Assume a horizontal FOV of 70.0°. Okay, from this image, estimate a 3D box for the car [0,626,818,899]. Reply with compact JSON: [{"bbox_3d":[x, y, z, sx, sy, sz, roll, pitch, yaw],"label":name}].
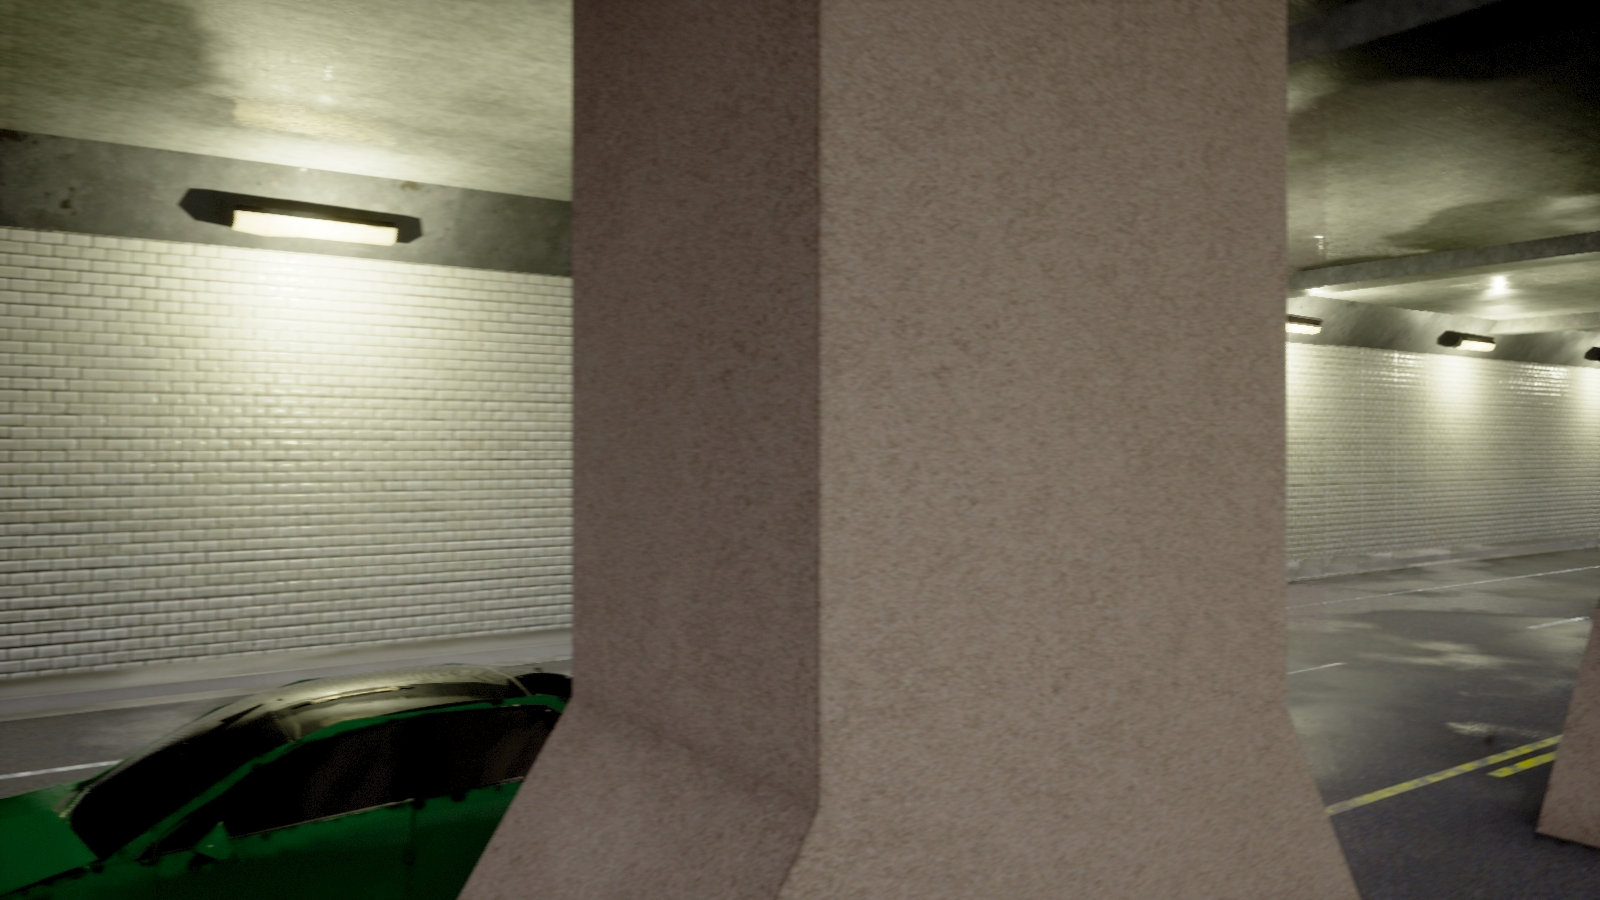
[{"bbox_3d":[-2.541,2.061,6.294,4.892,1.480,2.231,0,0,-34],"label":"car"}]
